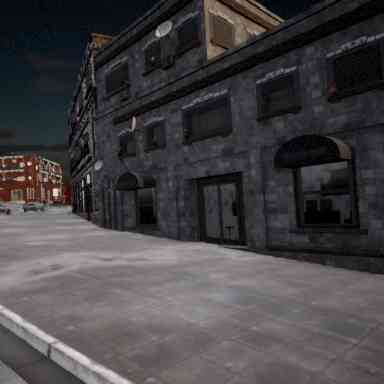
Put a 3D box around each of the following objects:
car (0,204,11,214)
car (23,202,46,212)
[{"bbox_3d":[-23.133,2.075,39.201,1.812,1.442,4.674,-3,-1,-5],"label":"car"},{"bbox_3d":[-24.102,2.254,51.037,2.128,1.511,4.902,-3,-1,-3],"label":"car"}]
